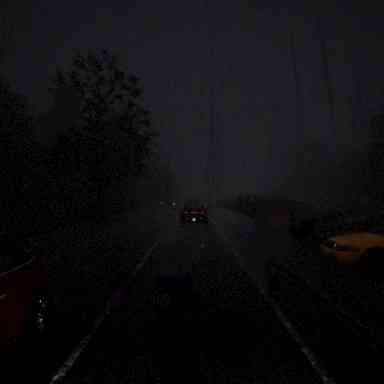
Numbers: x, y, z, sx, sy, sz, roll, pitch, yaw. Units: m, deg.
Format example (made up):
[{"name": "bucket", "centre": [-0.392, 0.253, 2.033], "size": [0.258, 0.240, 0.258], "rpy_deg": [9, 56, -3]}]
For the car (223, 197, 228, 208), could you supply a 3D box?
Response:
[{"name": "car", "centre": [7.130, 1.820, 46.420], "size": [4.792, 1.488, 2.163], "rpy_deg": [0, -1, 0]}]

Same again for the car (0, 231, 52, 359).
[{"name": "car", "centre": [-3.347, 1.358, 3.554], "size": [2.097, 1.767, 4.553], "rpy_deg": [0, 0, 0]}]

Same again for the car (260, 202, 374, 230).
[{"name": "car", "centre": [6.875, 1.542, 18.680], "size": [5.366, 1.575, 1.946], "rpy_deg": [0, 0, 0]}]

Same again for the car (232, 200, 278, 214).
[{"name": "car", "centre": [7.160, 1.661, 38.086], "size": [4.792, 1.488, 2.163], "rpy_deg": [0, -1, 0]}]

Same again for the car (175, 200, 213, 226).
[{"name": "car", "centre": [0.136, 1.562, 23.783], "size": [2.128, 1.511, 4.902], "rpy_deg": [0, 0, 0]}]

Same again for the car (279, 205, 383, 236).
[{"name": "car", "centre": [7.044, 1.537, 15.903], "size": [4.892, 1.521, 2.231], "rpy_deg": [0, 0, 0]}]

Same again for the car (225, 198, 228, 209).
[{"name": "car", "centre": [7.153, 1.778, 43.643], "size": [4.674, 1.452, 2.002], "rpy_deg": [0, -1, 0]}]

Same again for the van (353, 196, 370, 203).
[{"name": "van", "centre": [20.083, 1.366, 35.273], "size": [4.442, 1.987, 1.878], "rpy_deg": [0, -1, 0]}]

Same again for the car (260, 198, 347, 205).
[{"name": "car", "centre": [7.039, 1.427, 21.456], "size": [4.553, 1.767, 2.185], "rpy_deg": [0, 0, 0]}]

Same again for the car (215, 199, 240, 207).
[{"name": "car", "centre": [7.247, 2.224, 68.620], "size": [5.008, 1.535, 2.097], "rpy_deg": [0, -1, 0]}]

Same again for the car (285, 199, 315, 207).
[{"name": "car", "centre": [20.293, 2.102, 62.816], "size": [4.892, 1.521, 2.231], "rpy_deg": [0, -1, 0]}]

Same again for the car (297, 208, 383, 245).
[{"name": "car", "centre": [7.047, 1.529, 13.127], "size": [4.892, 1.521, 2.231], "rpy_deg": [0, 0, 0]}]

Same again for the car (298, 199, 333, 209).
[{"name": "car", "centre": [20.265, 1.945, 54.632], "size": [5.008, 1.535, 2.097], "rpy_deg": [0, -1, 0]}]

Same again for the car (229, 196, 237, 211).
[{"name": "car", "centre": [7.149, 1.343, 35.337], "size": [5.566, 2.045, 2.435], "rpy_deg": [0, 0, 0]}]

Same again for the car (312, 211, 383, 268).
[{"name": "car", "centre": [6.845, 1.517, 10.352], "size": [5.366, 1.575, 1.946], "rpy_deg": [0, 0, 0]}]

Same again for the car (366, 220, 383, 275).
[{"name": "car", "centre": [6.991, 1.541, 7.575], "size": [4.792, 1.488, 2.163], "rpy_deg": [0, 0, 0]}]

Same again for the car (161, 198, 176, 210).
[{"name": "car", "centre": [-3.235, 1.685, 47.382], "size": [2.097, 1.767, 4.553], "rpy_deg": [0, -1, 0]}]

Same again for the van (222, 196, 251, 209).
[{"name": "van", "centre": [7.307, 1.724, 54.750], "size": [4.442, 1.987, 1.878], "rpy_deg": [0, -1, 0]}]

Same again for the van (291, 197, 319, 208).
[{"name": "van", "centre": [20.406, 1.823, 60.050], "size": [4.442, 1.987, 1.878], "rpy_deg": [0, -1, 0]}]

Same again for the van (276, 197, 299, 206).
[{"name": "van", "centre": [20.447, 2.061, 71.247], "size": [4.442, 1.987, 1.878], "rpy_deg": [0, -1, 0]}]

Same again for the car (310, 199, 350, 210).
[{"name": "car", "centre": [20.244, 1.838, 48.967], "size": [4.892, 1.521, 2.231], "rpy_deg": [0, -1, 0]}]

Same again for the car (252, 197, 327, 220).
[{"name": "car", "centre": [7.049, 1.435, 24.232], "size": [4.553, 1.767, 2.185], "rpy_deg": [0, 0, 0]}]

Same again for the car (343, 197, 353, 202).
[{"name": "car", "centre": [20.215, 1.626, 37.889], "size": [5.008, 1.535, 2.097], "rpy_deg": [0, -1, 0]}]

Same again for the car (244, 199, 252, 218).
[{"name": "car", "centre": [7.085, 1.569, 27.008], "size": [5.008, 1.535, 2.097], "rpy_deg": [0, 0, 0]}]

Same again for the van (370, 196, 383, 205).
[{"name": "van", "centre": [20.306, 1.357, 32.369], "size": [4.442, 1.987, 1.878], "rpy_deg": [0, 0, 0]}]

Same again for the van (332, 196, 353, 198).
[{"name": "van", "centre": [20.103, 1.453, 40.664], "size": [4.442, 1.987, 1.878], "rpy_deg": [0, -1, 0]}]

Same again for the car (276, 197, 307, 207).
[{"name": "car", "centre": [20.347, 1.963, 68.357], "size": [5.566, 2.045, 2.435], "rpy_deg": [0, -1, 0]}]

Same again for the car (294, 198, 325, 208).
[{"name": "car", "centre": [20.248, 1.870, 57.280], "size": [4.553, 1.767, 2.185], "rpy_deg": [0, -1, 0]}]

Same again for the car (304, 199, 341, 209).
[{"name": "car", "centre": [20.254, 1.890, 51.737], "size": [5.008, 1.535, 2.097], "rpy_deg": [0, -1, 0]}]

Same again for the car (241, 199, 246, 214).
[{"name": "car", "centre": [7.103, 1.618, 29.784], "size": [4.674, 1.452, 2.002], "rpy_deg": [0, 0, 0]}]

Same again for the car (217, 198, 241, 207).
[{"name": "car", "centre": [7.262, 2.038, 65.847], "size": [4.553, 1.767, 2.185], "rpy_deg": [0, -1, 0]}]

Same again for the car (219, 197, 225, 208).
[{"name": "car", "centre": [7.186, 1.896, 51.971], "size": [5.008, 1.535, 2.097], "rpy_deg": [0, -1, 0]}]

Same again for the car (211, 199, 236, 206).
[{"name": "car", "centre": [7.075, 2.366, 74.160], "size": [5.366, 1.575, 1.946], "rpy_deg": [0, -1, 0]}]

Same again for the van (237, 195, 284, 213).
[{"name": "van", "centre": [6.994, 1.360, 32.561], "size": [4.442, 1.987, 1.878], "rpy_deg": [0, 0, 0]}]

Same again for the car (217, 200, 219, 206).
[{"name": "car", "centre": [7.203, 2.042, 57.521], "size": [4.674, 1.452, 2.002], "rpy_deg": [0, -1, 0]}]

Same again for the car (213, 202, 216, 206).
[{"name": "car", "centre": [7.192, 1.857, 63.078], "size": [5.566, 2.045, 2.435], "rpy_deg": [0, -1, 0]}]
